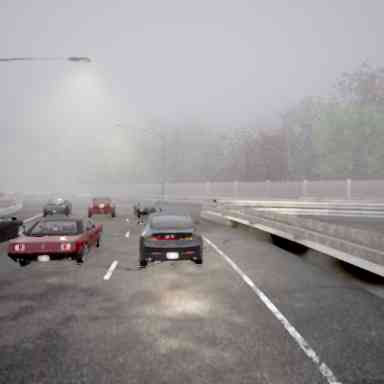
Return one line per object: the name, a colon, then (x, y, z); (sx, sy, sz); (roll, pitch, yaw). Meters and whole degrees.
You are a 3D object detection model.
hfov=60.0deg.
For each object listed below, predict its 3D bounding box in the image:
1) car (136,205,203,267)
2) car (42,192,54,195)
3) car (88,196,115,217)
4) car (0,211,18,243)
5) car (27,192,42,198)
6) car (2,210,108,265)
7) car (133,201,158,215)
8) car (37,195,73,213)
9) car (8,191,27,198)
car: (-0.756, 1.401, 11.136); (1.837, 1.490, 4.892); (0, 1, -6)
car: (-35.426, 0.731, 81.196); (4.674, 1.442, 1.812); (0, 1, 41)
car: (-7.603, 1.106, 28.050); (2.097, 1.767, 4.553); (-1, 1, -15)
car: (-7.971, 1.395, 12.556); (2.128, 1.511, 4.902); (0, 1, -7)
car: (-38.237, 0.774, 78.954); (4.181, 1.385, 1.994); (0, 1, 41)
car: (-4.265, 1.506, 11.269); (1.895, 1.301, 4.718); (0, 1, -6)
car: (-3.752, 1.354, 27.300); (1.895, 1.301, 4.718); (0, 1, -14)
car: (-11.121, 1.261, 27.726); (2.128, 1.511, 4.902); (0, 1, -15)
car: (-40.606, 0.609, 76.376); (4.553, 1.767, 2.097); (0, 1, 41)
